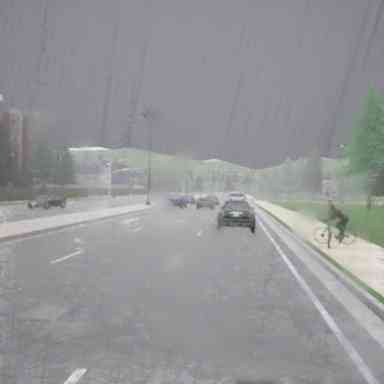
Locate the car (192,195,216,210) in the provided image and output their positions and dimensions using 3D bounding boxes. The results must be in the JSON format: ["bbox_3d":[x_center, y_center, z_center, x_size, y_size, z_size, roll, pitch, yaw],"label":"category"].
[{"bbox_3d":[1.643,1.234,38.867,2.128,1.511,4.902,1,0,8],"label":"car"}]

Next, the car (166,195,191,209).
[{"bbox_3d":[-1.785,1.143,39.608,1.882,1.535,5.008,1,0,8],"label":"car"}]

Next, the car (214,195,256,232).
[{"bbox_3d":[2.667,1.257,19.948,2.097,1.767,4.553,1,0,8],"label":"car"}]

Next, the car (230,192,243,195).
[{"bbox_3d":[5.753,1.022,42.920,2.150,2.045,5.566,1,1,8],"label":"car"}]

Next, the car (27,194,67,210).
[{"bbox_3d":[-14.382,0.941,33.275,2.128,1.511,4.902,1,0,8],"label":"car"}]

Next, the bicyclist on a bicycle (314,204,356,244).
[{"bbox_3d":[5.794,1.309,13.452,1.656,1.620,0.582,1,0,8],"label":"bicyclist on a bicycle"}]

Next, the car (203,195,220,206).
[{"bbox_3d":[2.956,1.242,48.962,2.033,1.411,5.357,1,0,8],"label":"car"}]
